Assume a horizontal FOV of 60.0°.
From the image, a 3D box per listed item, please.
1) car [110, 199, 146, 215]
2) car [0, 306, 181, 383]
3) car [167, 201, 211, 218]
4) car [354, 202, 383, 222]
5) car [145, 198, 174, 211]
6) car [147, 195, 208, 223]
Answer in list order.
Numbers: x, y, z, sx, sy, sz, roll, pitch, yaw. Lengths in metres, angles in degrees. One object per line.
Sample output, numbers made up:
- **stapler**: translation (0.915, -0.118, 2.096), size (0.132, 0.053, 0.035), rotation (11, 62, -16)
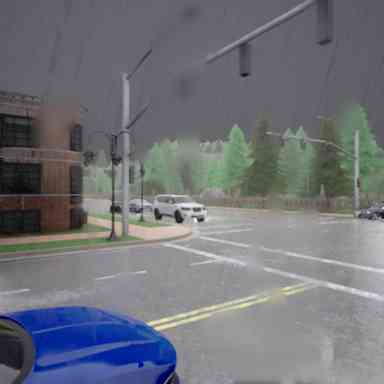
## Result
- **car**: translation (-6.847, 1.567, 34.070), size (1.994, 1.385, 4.181), rotation (0, 0, -35)
- **car**: translation (-2.376, 1.477, 2.047), size (5.008, 1.535, 1.882), rotation (0, 0, -36)
- **car**: translation (-0.351, 1.568, 30.864), size (1.994, 1.385, 4.181), rotation (0, 0, -35)
- **car**: translation (15.042, 1.499, 25.551), size (4.902, 1.511, 2.128), rotation (0, 0, -4)
- **car**: translation (-4.234, 1.569, 42.868), size (1.994, 1.385, 4.181), rotation (0, 0, -35)
- **car**: translation (-1.107, 1.225, 25.881), size (2.150, 2.045, 5.566), rotation (0, 0, -33)
